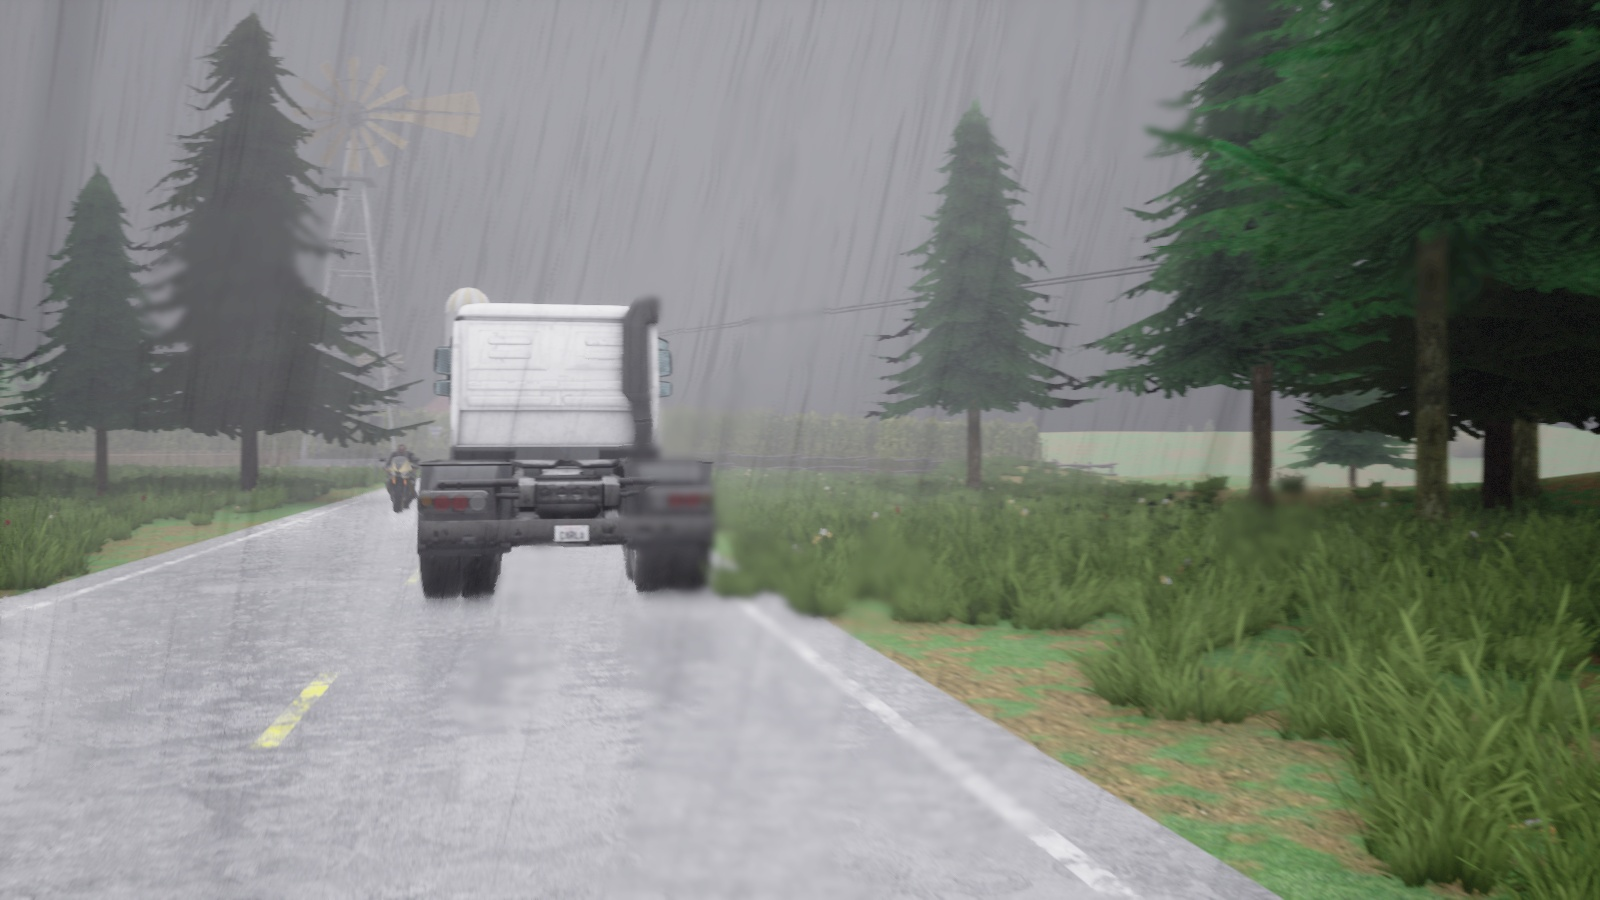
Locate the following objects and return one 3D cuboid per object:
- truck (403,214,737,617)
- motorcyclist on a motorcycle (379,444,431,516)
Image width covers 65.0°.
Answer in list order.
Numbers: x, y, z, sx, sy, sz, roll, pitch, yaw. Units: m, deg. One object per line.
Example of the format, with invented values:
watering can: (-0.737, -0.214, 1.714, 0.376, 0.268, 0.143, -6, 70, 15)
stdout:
truck: (-2.804, -0.318, 14.963, 2.891, 3.462, 7.936, 0, 0, -12)
motorcyclist on a motorcycle: (-8.707, 0.632, 27.753, 0.866, 1.530, 2.191, 0, 0, -12)
